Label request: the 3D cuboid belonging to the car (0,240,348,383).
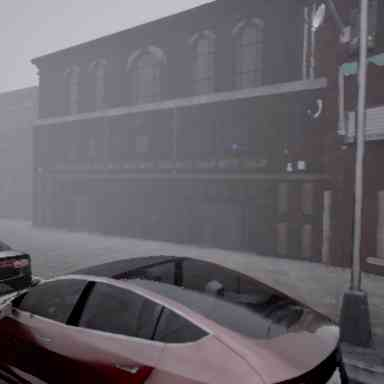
[{"bbox_3d":[-0.841,1.510,3.863,4.792,1.488,2.163,0,0,35],"label":"car"}]
